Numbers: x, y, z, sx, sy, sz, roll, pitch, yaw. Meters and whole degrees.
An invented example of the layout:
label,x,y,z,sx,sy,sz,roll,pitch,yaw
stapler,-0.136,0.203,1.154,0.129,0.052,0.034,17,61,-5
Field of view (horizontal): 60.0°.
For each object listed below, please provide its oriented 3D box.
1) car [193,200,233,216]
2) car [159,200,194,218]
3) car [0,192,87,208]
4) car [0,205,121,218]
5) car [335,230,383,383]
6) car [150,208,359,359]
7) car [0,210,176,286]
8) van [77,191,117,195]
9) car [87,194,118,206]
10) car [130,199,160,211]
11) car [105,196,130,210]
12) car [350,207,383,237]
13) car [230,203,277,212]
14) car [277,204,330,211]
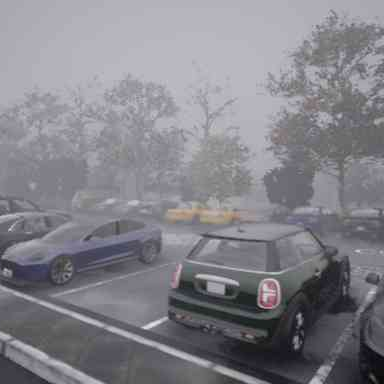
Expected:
label,x,y,z,sx,sy,sz,roll,pitch,yaw
car,2.604,1.433,22.216,1.946,1.575,5.366,1,1,36
car,0.344,1.382,23.860,1.946,1.575,5.366,1,1,36
car,-7.387,1.140,13.115,2.435,2.045,5.566,1,1,36
car,-5.156,1.443,11.450,2.231,1.521,4.892,1,1,36
car,3.847,1.567,4.874,2.163,1.488,4.792,0,0,36
car,1.591,1.402,6.511,2.185,1.767,4.553,0,0,36
car,-2.922,1.512,9.797,2.163,1.488,4.792,1,0,36
van,-8.860,0.878,30.168,1.878,1.987,4.442,2,2,36
car,-6.628,1.216,28.705,2.002,1.452,4.674,2,1,36
car,-2.007,1.354,25.376,2.163,1.488,4.792,2,1,36
car,-4.377,1.292,27.067,2.002,1.452,4.674,2,1,36
car,9.153,1.521,17.217,2.097,1.535,5.008,0,0,36
car,4.625,1.504,20.481,2.163,1.488,4.792,1,1,36
car,6.897,1.502,18.859,2.097,1.535,5.008,1,0,36
